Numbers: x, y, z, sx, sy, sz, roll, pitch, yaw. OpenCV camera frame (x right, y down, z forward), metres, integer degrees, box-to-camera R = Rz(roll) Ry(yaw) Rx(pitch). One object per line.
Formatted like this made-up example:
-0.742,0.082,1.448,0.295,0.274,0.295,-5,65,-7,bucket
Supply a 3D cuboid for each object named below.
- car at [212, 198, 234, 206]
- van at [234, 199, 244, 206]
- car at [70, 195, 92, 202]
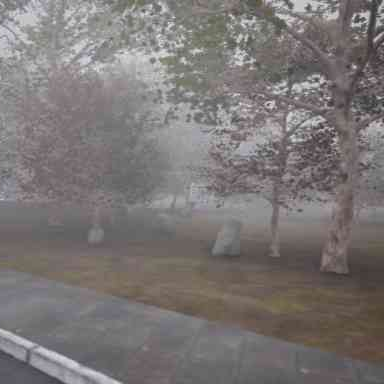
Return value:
7.862,2.604,89.709,2.435,2.045,5.566,4,1,45,car
11.681,2.865,93.599,1.878,1.987,4.442,4,1,45,van
-15.833,0.793,48.942,2.150,2.045,5.566,4,-1,44,car
